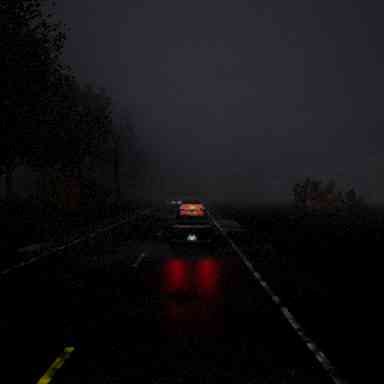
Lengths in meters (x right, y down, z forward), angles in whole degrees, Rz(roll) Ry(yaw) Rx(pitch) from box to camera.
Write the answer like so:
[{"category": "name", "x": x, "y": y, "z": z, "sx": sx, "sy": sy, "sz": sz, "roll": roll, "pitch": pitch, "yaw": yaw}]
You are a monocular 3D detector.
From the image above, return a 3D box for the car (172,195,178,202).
[{"category": "car", "x": -3.500, "y": 1.443, "z": 75.929, "sx": 2.033, "sy": 1.411, "sz": 5.357, "roll": 0, "pitch": 0, "yaw": 0}]

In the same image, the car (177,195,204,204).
[{"category": "car", "x": 0.000, "y": 1.351, "z": 29.622, "sx": 2.097, "sy": 1.767, "sz": 4.553, "roll": 0, "pitch": 0, "yaw": 0}]

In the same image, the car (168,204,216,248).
[{"category": "car", "x": 0.000, "y": 1.488, "z": 14.651, "sx": 2.128, "sy": 1.511, "sz": 4.902, "roll": 0, "pitch": 0, "yaw": 0}]
